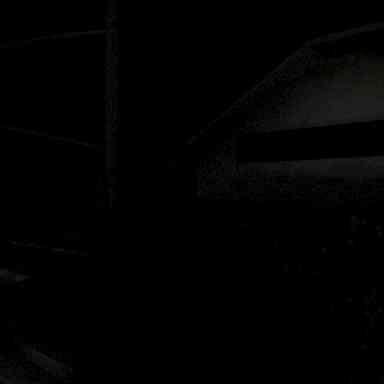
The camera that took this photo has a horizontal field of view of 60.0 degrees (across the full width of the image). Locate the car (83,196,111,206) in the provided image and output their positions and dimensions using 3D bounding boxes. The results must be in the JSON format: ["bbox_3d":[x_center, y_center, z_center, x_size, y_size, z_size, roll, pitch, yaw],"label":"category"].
[{"bbox_3d":[-16.363,1.511,57.366,4.902,1.511,2.128,0,0,36],"label":"car"}]

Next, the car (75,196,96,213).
[{"bbox_3d":[-10.622,1.326,35.249,3.866,1.878,1.905,0,0,35],"label":"car"}]

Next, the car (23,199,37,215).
[{"bbox_3d":[-17.426,1.495,33.109,4.611,1.667,2.242,0,0,35],"label":"car"}]
